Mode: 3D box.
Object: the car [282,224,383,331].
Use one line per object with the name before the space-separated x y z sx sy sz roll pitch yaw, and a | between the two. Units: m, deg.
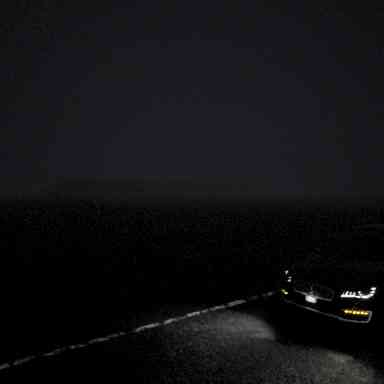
car | 3.886 1.458 6.764 4.892 1.490 1.837 0 0 -36
